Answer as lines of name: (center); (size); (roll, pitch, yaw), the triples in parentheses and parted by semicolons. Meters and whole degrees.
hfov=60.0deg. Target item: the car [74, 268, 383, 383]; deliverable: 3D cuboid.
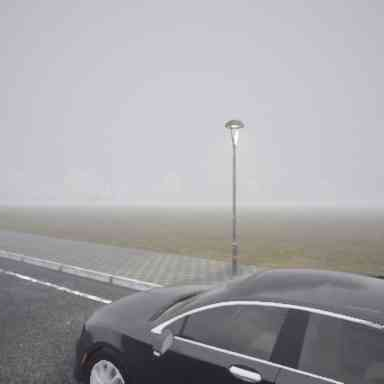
car: (0.923, 1.506, 3.051); (4.892, 1.490, 1.837); (0, 0, 36)
